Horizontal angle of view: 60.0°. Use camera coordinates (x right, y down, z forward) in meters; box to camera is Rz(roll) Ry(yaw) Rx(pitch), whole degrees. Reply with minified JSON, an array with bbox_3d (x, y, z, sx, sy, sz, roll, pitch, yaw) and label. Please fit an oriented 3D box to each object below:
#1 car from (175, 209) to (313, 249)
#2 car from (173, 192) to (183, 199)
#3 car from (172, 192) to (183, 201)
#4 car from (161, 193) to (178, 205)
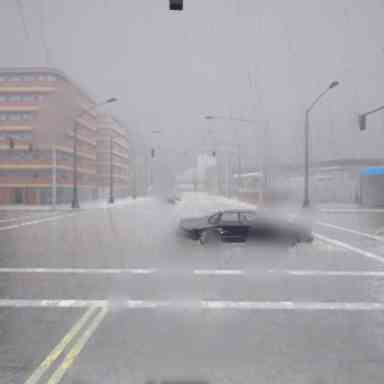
[{"bbox_3d":[2.013,1.428,13.550,5.357,1.411,2.033,0,1,4],"label":"car"},{"bbox_3d":[-3.338,0.894,80.358,2.128,1.511,4.902,0,0,0],"label":"car"},{"bbox_3d":[-3.392,0.848,65.641,2.097,1.767,4.553,0,0,1],"label":"car"},{"bbox_3d":[-3.489,1.226,48.772,1.895,1.301,4.718,0,0,0],"label":"car"}]
